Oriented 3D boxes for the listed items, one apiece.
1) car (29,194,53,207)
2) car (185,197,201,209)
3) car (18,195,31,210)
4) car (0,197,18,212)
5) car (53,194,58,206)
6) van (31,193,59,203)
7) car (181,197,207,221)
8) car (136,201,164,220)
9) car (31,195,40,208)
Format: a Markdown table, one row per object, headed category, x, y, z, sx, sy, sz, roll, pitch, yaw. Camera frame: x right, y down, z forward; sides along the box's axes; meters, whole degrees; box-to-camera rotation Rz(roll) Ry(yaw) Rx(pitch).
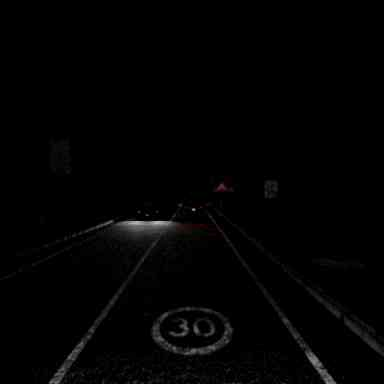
| category | x | y | z | sx | sy | sz | roll | pitch | yaw |
| --- | --- | --- | --- | --- | --- | --- | --- | --- | --- |
| car | -21.897 | 1.379 | 44.263 | 5.366 | 1.575 | 1.946 | 0 | 0 | 0 |
| car | 0.133 | 1.326 | 42.524 | 1.994 | 1.385 | 4.181 | 0 | 1 | 0 |
| car | -22.074 | 1.395 | 38.714 | 4.892 | 1.521 | 2.231 | 0 | 0 | 0 |
| car | -22.084 | 1.400 | 35.939 | 5.008 | 1.535 | 2.097 | 0 | 0 | 0 |
| car | -22.114 | 1.407 | 47.040 | 4.792 | 1.488 | 2.163 | 0 | 0 | 0 |
| van | -21.969 | 1.146 | 49.814 | 4.442 | 1.987 | 1.878 | 0 | 0 | 0 |
| car | 0.120 | 1.356 | 26.232 | 2.033 | 1.649 | 4.856 | 0 | 0 | 0 |
| car | -3.338 | 1.447 | 27.119 | 1.812 | 1.442 | 4.674 | 0 | 0 | 0 |
| car | -22.111 | 1.417 | 41.489 | 4.792 | 1.488 | 2.163 | 0 | 0 | 0 |
